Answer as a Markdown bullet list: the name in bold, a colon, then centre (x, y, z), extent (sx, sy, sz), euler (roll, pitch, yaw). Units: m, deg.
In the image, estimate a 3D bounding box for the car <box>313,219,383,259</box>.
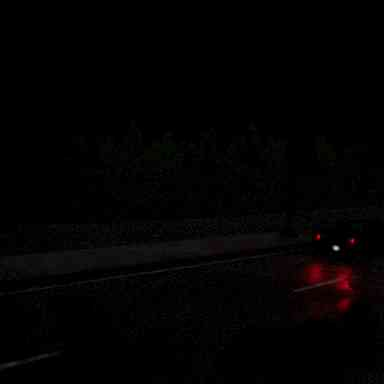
- **car**: centre (6.945, 1.722, 13.100), extent (4.718, 1.301, 1.895), euler (1, 0, -35)
